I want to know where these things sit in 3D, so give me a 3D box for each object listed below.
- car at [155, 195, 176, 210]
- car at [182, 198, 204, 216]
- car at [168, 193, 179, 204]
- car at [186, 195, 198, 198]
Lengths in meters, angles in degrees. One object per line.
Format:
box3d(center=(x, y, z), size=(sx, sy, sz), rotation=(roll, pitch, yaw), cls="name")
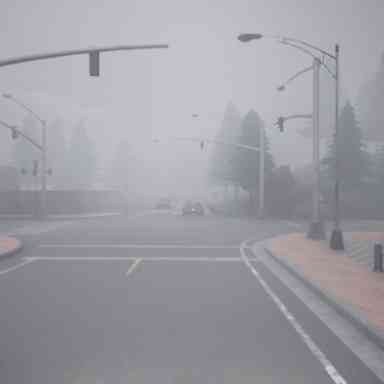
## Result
box3d(center=(-3.572, 1.492, 42.102), size=(2.033, 1.411, 5.357), rotation=(0, 0, 0), cls="car")
box3d(center=(0.103, 1.522, 31.664), size=(1.994, 1.385, 4.181), rotation=(0, 0, 0), cls="car")
box3d(center=(-3.498, 1.145, 60.060), size=(2.150, 2.045, 5.566), rotation=(0, 0, 0), cls="car")
box3d(center=(0.008, 1.270, 62.389), size=(2.097, 1.767, 4.553), rotation=(0, 0, 0), cls="car")
